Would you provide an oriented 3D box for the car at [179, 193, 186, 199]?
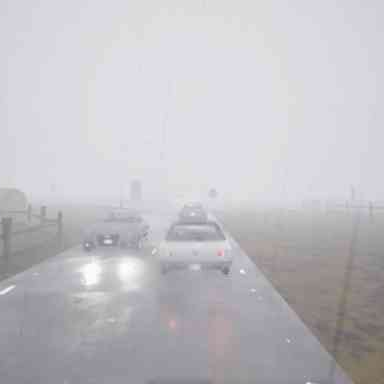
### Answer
[{"bbox_3d":[-2.521,0.978,90.184,1.882,1.535,5.008,0,0,0],"label":"car"}]

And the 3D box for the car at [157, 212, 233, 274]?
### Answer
[{"bbox_3d":[0.085,1.526,10.300,1.895,1.301,4.718,0,0,0],"label":"car"}]

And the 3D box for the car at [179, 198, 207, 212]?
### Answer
[{"bbox_3d":[0.075,1.401,23.793,1.994,1.385,4.181,0,0,0],"label":"car"}]

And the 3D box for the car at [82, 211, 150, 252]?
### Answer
[{"bbox_3d":[-2.847,1.469,13.256,1.994,1.385,4.181,0,0,0],"label":"car"}]
